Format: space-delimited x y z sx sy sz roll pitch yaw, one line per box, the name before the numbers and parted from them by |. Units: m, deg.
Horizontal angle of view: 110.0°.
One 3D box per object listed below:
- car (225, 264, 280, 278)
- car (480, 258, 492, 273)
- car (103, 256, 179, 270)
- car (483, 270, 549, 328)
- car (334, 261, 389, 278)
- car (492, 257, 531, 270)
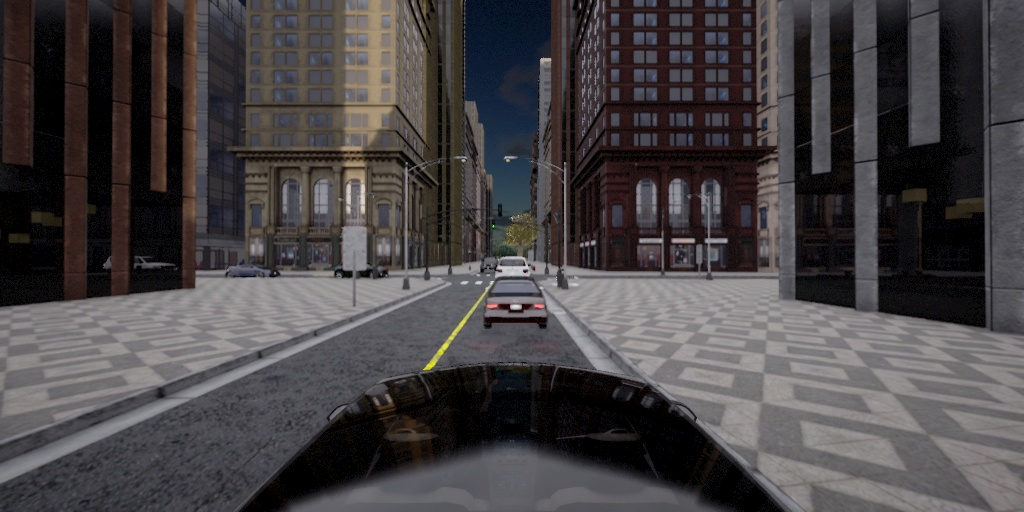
car | -23.863 1.406 33.089 4.181 1.385 1.994 0 0 0
car | -3.133 1.224 49.238 2.150 2.045 5.566 0 0 -1
car | -34.206 1.039 33.096 5.566 2.045 2.150 0 0 0
car | 0.089 1.350 11.582 2.033 1.411 5.357 0 0 0
car | -13.826 1.222 33.074 4.553 1.767 2.097 0 0 0
car | 0.077 1.092 24.366 2.150 2.045 5.566 0 0 1
